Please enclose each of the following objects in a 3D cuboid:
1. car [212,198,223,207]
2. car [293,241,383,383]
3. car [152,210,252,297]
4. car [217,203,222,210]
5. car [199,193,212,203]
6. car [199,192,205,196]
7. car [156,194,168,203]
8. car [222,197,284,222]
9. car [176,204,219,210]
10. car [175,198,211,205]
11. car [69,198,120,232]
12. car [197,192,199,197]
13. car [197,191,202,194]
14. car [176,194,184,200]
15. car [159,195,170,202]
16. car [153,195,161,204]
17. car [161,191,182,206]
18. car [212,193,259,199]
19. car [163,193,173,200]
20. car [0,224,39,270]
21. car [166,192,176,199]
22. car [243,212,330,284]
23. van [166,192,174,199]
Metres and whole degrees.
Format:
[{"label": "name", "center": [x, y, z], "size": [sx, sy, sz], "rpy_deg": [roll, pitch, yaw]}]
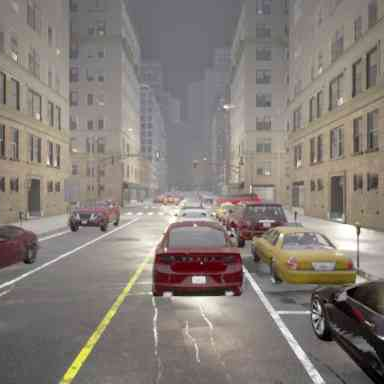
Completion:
[{"label": "car", "center": [2.785, 1.480, 25.974], "size": [1.752, 1.417, 4.829], "rpy_deg": [0, 0, 0]}, {"label": "car", "center": [2.767, 1.565, 3.593], "size": [1.947, 1.339, 4.313], "rpy_deg": [0, 0, 0]}, {"label": "car", "center": [0.078, 1.471, 8.625], "size": [1.882, 1.535, 5.008], "rpy_deg": [0, 0, -1]}, {"label": "car", "center": [2.781, 1.554, 20.250], "size": [1.802, 1.307, 4.206], "rpy_deg": [0, 0, 0]}, {"label": "car", "center": [2.809, 1.355, 57.908], "size": [2.008, 1.369, 4.403], "rpy_deg": [0, 0, 0]}, {"label": "car", "center": [2.818, 1.257, 68.924], "size": [1.752, 1.417, 4.829], "rpy_deg": [1, 0, 0]}, {"label": "car", "center": [-5.711, 1.211, 63.345], "size": [1.967, 1.590, 4.097], "rpy_deg": [1, 0, 0]}, {"label": "car", "center": [2.777, 1.299, 14.699], "size": [2.192, 1.841, 5.009], "rpy_deg": [0, 0, 0]}, {"label": "car", "center": [0.110, 1.507, 16.158], "size": [1.812, 1.442, 4.674], "rpy_deg": [0, 0, 0]}, {"label": "car", "center": [0.091, 1.449, 25.300], "size": [2.128, 1.511, 4.902], "rpy_deg": [0, 0, 0]}, {"label": "car", "center": [-5.744, 1.287, 20.263], "size": [2.192, 1.841, 5.009], "rpy_deg": [0, 0, 0]}, {"label": "car", "center": [2.825, 1.233, 79.604], "size": [1.802, 1.307, 4.206], "rpy_deg": [1, 0, 0]}, {"label": "car", "center": [2.835, 1.005, 90.448], "size": [1.967, 1.590, 4.097], "rpy_deg": [1, 0, 0]}, {"label": "car", "center": [-2.943, 1.167, 80.755], "size": [1.812, 1.442, 4.674], "rpy_deg": [0, 0, 0]}, {"label": "car", "center": [-5.707, 1.278, 68.769], "size": [1.887, 1.381, 4.507], "rpy_deg": [1, 0, 0]}, {"label": "car", "center": [-5.716, 1.349, 57.922], "size": [1.887, 1.381, 4.507], "rpy_deg": [0, 0, 0]}, {"label": "car", "center": [-3.112, 1.193, 51.752], "size": [2.097, 1.767, 4.553], "rpy_deg": [0, 0, 2]}, {"label": "car", "center": [5.632, 1.107, 40.966], "size": [5.566, 2.045, 2.150], "rpy_deg": [0, 0, 0]}, {"label": "car", "center": [-5.698, 1.092, 79.615], "size": [1.967, 1.590, 4.097], "rpy_deg": [1, 0, 0]}, {"label": "car", "center": [-5.754, 1.575, 9.158], "size": [1.802, 1.307, 4.206], "rpy_deg": [0, 0, 0]}, {"label": "car", "center": [-5.689, 0.880, 90.459], "size": [2.192, 1.841, 5.009], "rpy_deg": [1, 0, 0]}, {"label": "car", "center": [2.773, 1.518, 9.315], "size": [1.752, 1.417, 4.829], "rpy_deg": [0, 0, 0]}, {"label": "van", "center": [-5.693, 0.950, 85.037], "size": [1.690, 1.788, 3.998], "rpy_deg": [1, 0, 0]}]
